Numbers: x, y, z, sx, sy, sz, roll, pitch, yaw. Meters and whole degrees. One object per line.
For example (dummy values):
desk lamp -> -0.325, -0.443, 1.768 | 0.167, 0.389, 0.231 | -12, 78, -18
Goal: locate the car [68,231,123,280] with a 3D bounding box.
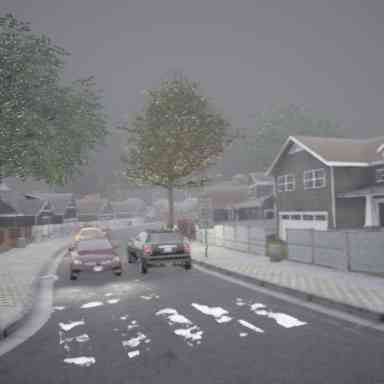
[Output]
car -> -4.116, 2.617, 13.930 | 1.812, 1.442, 4.674 | 0, -4, -20

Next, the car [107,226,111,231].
car -> -9.528, 4.197, 34.919 | 1.812, 1.442, 4.674 | -1, -4, -8

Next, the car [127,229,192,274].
car -> -1.626, 2.443, 14.980 | 2.097, 1.767, 4.553 | 0, -4, -19

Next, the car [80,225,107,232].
car -> -7.172, 3.314, 23.585 | 1.882, 1.535, 5.008 | -1, -4, -15
